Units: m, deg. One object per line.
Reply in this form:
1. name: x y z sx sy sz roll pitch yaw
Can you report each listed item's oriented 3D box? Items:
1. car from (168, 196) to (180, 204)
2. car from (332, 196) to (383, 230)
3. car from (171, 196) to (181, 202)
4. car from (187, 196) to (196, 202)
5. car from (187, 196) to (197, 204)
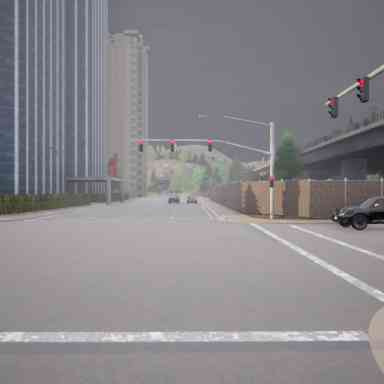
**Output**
1. car: -3.497 1.478 64.199 1.882 1.535 5.008 0 0 0
2. car: 11.814 1.277 20.931 5.566 2.045 2.150 0 0 0
3. car: -3.609 1.540 74.416 2.033 1.411 5.357 0 0 0
4. car: -0.110 1.595 74.558 1.895 1.301 4.718 0 0 0
5. car: 0.004 1.564 64.595 1.994 1.385 4.181 0 0 0
